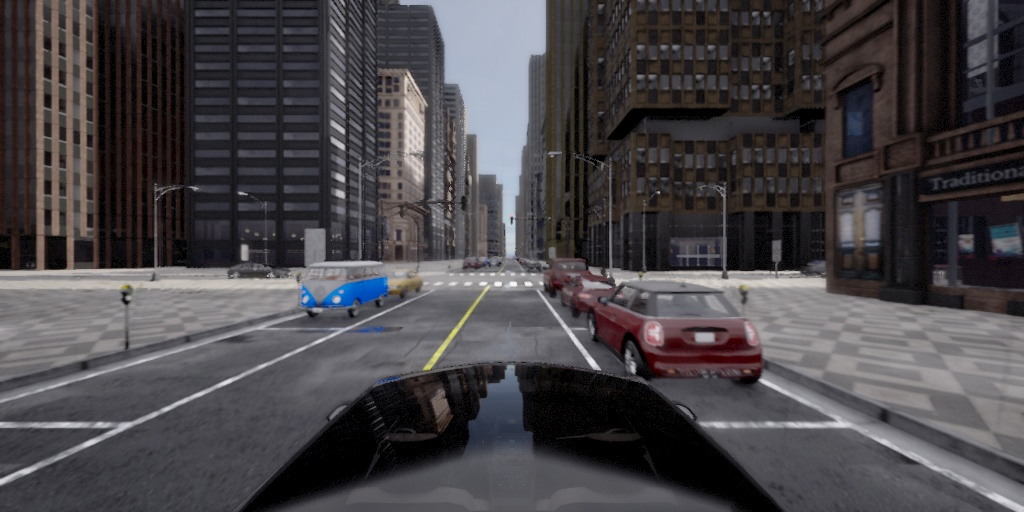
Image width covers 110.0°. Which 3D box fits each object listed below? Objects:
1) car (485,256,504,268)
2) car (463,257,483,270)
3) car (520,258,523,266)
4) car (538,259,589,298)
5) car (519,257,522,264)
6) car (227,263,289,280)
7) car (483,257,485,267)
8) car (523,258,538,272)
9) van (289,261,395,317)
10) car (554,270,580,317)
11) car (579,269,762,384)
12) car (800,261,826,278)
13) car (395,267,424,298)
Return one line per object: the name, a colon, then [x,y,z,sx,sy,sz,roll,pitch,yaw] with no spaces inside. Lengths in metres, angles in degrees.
car: [-3.048,1.207,62.026,2.128,1.511,4.902,0,0,0]
car: [-5.780,1.033,51.024,2.192,1.841,5.009,0,0,0]
car: [2.743,1.266,56.678,2.007,1.370,4.403,0,0,0]
car: [2.756,1.052,18.423,2.192,1.841,5.009,0,0,0]
car: [2.741,1.259,62.318,1.888,1.381,4.507,0,0,0]
car: [-21.234,1.336,30.328,4.892,1.490,1.837,0,0,0]
car: [-5.782,1.156,56.666,1.967,1.591,4.097,0,0,0]
car: [2.747,1.271,45.396,2.007,1.370,4.403,0,0,0]
van: [-5.767,1.082,12.733,1.690,1.789,3.998,0,0,0]
car: [2.758,1.323,12.746,1.802,1.307,4.207,0,0,0]
car: [2.760,1.186,7.068,1.967,1.591,4.097,0,0,0]
car: [27.386,1.160,30.546,4.902,1.511,2.128,0,0,0]
car: [-5.769,1.263,18.240,1.751,1.417,4.829,0,0,0]
